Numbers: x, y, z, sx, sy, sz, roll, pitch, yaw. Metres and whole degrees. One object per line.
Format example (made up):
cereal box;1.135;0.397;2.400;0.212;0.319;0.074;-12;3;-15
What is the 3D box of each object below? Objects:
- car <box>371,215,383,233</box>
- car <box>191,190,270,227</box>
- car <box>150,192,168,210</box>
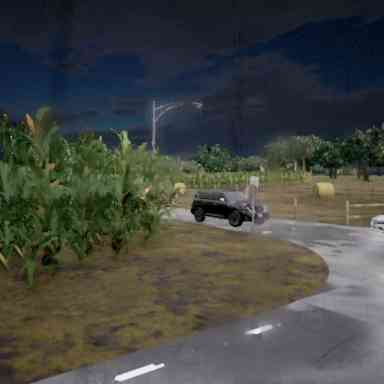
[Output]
car;10.836;1.339;15.168;4.674;1.442;1.812;1;3;18
car;2.146;0.898;20.432;2.150;2.045;5.566;-1;1;-36
car;-4.344;0.696;34.555;2.097;1.767;4.553;-1;2;-35
